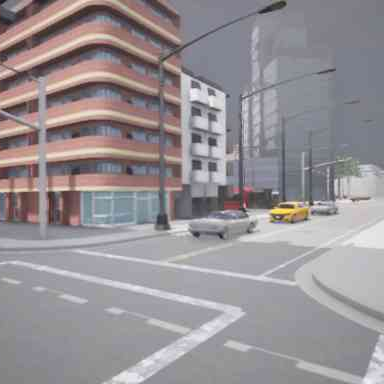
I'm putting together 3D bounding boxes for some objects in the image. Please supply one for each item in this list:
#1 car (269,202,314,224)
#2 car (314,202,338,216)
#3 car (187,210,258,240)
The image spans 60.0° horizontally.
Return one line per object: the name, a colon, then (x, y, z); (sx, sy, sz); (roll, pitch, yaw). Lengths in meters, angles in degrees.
car: (7.718, 1.574, 26.311); (1.882, 1.535, 5.008); (-1, 0, 36)
car: (13.667, 1.696, 34.532); (1.895, 1.301, 4.718); (-1, 0, 36)
car: (1.774, 1.697, 18.061); (1.895, 1.301, 4.718); (-1, 0, 36)
